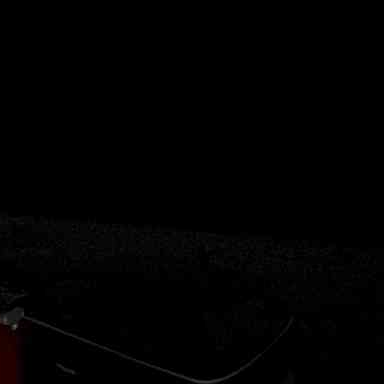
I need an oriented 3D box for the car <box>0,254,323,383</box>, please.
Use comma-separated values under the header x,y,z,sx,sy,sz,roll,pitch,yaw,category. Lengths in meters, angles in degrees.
x,y,z,sx,sy,sz,roll,pitch,yaw,category
-0.870,1.420,3.586,4.097,1.590,1.967,1,0,36,car
